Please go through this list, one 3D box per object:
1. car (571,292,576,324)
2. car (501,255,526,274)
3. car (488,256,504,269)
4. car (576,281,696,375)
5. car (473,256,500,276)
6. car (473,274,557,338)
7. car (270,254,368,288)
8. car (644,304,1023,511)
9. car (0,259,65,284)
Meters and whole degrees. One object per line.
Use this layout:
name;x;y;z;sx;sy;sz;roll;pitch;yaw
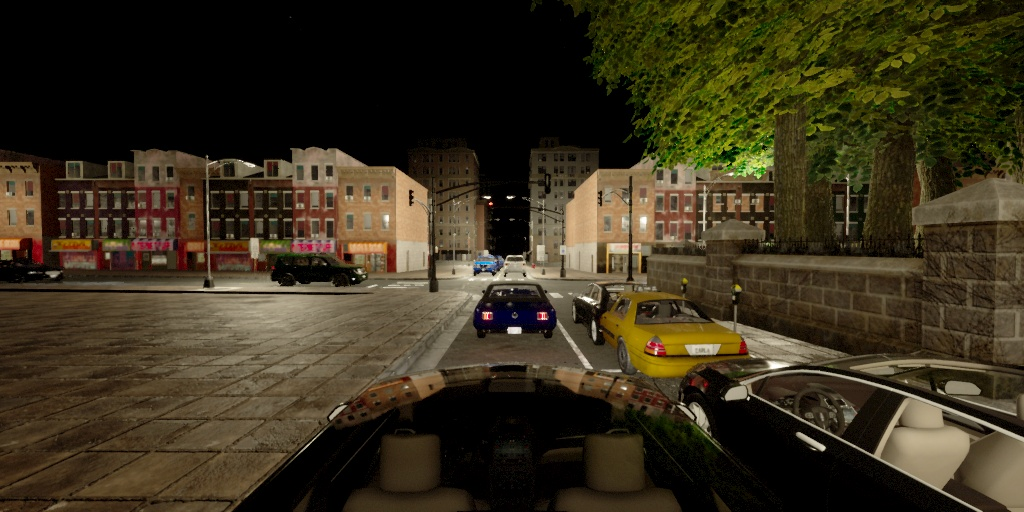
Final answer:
car;2.661;1.299;9.304;2.007;1.370;4.403;0;0;0
car;0.272;0.981;36.876;2.150;2.045;5.566;0;0;-1
car;-2.561;1.005;58.569;2.150;2.045;5.566;0;0;1
car;2.686;1.274;7.330;1.751;1.417;4.829;0;0;0
car;-2.749;0.981;37.284;2.150;2.045;5.566;0;0;0
car;0.075;1.349;10.109;1.895;1.301;4.718;0;0;0
car;-12.168;0.921;22.755;5.566;2.045;2.150;1;1;0
car;2.637;1.300;2.169;2.007;1.370;4.403;0;0;0
car;-31.593;0.977;22.809;4.902;1.511;2.128;1;1;0
